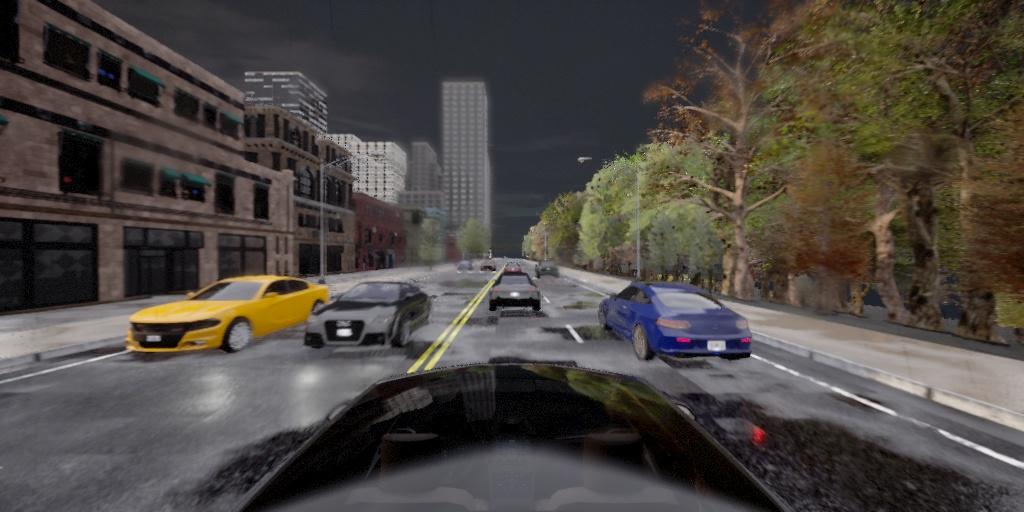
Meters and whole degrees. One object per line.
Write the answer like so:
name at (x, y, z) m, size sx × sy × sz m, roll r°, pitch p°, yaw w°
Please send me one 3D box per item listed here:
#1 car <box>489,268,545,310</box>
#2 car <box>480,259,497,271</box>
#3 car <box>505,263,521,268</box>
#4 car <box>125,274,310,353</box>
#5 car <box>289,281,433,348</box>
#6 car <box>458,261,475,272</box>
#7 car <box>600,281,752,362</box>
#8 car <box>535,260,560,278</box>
car at (0.104, 1.360, 14.966) m, size 1.994 × 1.385 × 4.181 m, roll 0°, pitch 0°, yaw 0°
car at (-3.302, 1.267, 51.184) m, size 2.097 × 1.767 × 4.553 m, roll 0°, pitch 0°, yaw 0°
car at (0.107, 1.450, 42.099) m, size 1.994 × 1.385 × 4.181 m, roll 0°, pitch 0°, yaw 0°
car at (-6.597, 1.253, 9.104) m, size 1.882 × 1.535 × 5.008 m, roll 0°, pitch 0°, yaw 0°
car at (-3.346, 1.339, 9.145) m, size 1.994 × 1.385 × 4.181 m, roll 0°, pitch 0°, yaw 0°
car at (-6.549, 1.440, 51.331) m, size 1.812 × 1.442 × 4.674 m, roll 0°, pitch 0°, yaw 0°
car at (3.351, 1.298, 8.176) m, size 1.812 × 1.442 × 4.674 m, roll 0°, pitch 0°, yaw 0°
car at (3.355, 1.215, 35.000) m, size 2.097 × 1.767 × 4.553 m, roll 0°, pitch 0°, yaw 0°
